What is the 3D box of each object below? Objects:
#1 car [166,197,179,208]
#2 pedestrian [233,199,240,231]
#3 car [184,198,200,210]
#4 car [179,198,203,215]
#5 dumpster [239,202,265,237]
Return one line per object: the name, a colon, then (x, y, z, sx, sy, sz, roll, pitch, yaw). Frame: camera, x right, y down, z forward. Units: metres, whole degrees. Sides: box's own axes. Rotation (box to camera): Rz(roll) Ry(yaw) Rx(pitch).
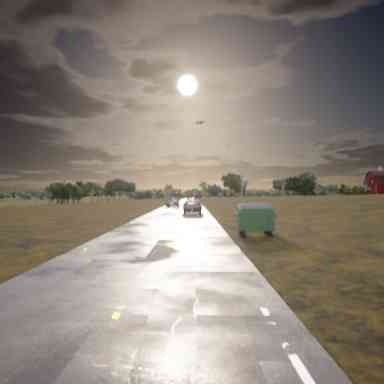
car: (-2.827, 1.498, 49.024, 2.128, 1.511, 4.902, 0, 0, 0)
pedestrian: (2.619, 1.240, 18.429, 0.375, 1.860, 0.375, 0, 0, -10)
car: (0.002, 1.545, 45.223, 2.033, 1.411, 5.357, 0, 0, 1)
car: (0.054, 1.479, 34.016, 2.128, 1.511, 4.902, 0, 0, 1)
dumpster: (3.122, 1.379, 17.462, 1.020, 1.700, 1.940, 0, 0, 0)
